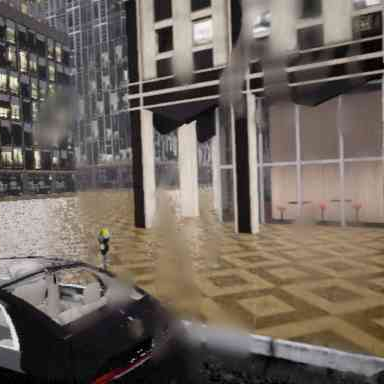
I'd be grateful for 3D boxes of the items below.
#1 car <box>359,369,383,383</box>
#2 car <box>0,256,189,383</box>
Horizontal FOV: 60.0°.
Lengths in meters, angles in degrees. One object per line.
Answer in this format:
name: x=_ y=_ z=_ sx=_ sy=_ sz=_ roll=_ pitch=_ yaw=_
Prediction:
car: x=2.976 y=1.423 z=1.219 sx=4.403 sy=1.369 sz=2.008 roll=0 pitch=2 yaw=25
car: x=-2.180 y=1.427 z=3.645 sx=4.403 sy=1.369 sz=2.008 roll=0 pitch=2 yaw=25
